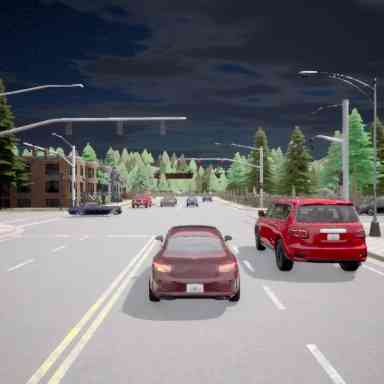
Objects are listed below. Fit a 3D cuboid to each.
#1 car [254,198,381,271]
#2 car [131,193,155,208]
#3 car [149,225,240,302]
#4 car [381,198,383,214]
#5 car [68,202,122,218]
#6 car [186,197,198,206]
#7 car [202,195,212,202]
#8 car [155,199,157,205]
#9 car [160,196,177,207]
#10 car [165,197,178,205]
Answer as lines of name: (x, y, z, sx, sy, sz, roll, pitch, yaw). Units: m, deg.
car: (3.555, 1.221, 11.025, 2.150, 2.045, 5.566, 0, 0, 0)
car: (-7.161, 1.221, 47.869, 2.150, 2.045, 5.566, 0, 0, 2)
car: (0.048, 1.526, 8.144, 1.812, 1.442, 4.674, 0, 0, 0)
car: (18.267, 1.352, 32.413, 4.553, 1.767, 2.097, 0, 0, 0)
car: (-8.756, 1.601, 30.259, 4.718, 1.301, 1.895, 0, 0, -17)
car: (0.022, 1.547, 53.965, 2.033, 1.411, 5.357, 0, 0, 0)
car: (3.368, 1.355, 74.307, 2.097, 1.767, 4.553, 0, 0, 0)
car: (-7.196, 1.525, 57.267, 1.812, 1.442, 4.674, 0, 0, 1)
car: (-3.693, 1.352, 51.144, 2.097, 1.767, 4.553, 0, 0, 0)
car: (-3.690, 1.564, 59.752, 1.994, 1.385, 4.181, 0, 0, 0)
